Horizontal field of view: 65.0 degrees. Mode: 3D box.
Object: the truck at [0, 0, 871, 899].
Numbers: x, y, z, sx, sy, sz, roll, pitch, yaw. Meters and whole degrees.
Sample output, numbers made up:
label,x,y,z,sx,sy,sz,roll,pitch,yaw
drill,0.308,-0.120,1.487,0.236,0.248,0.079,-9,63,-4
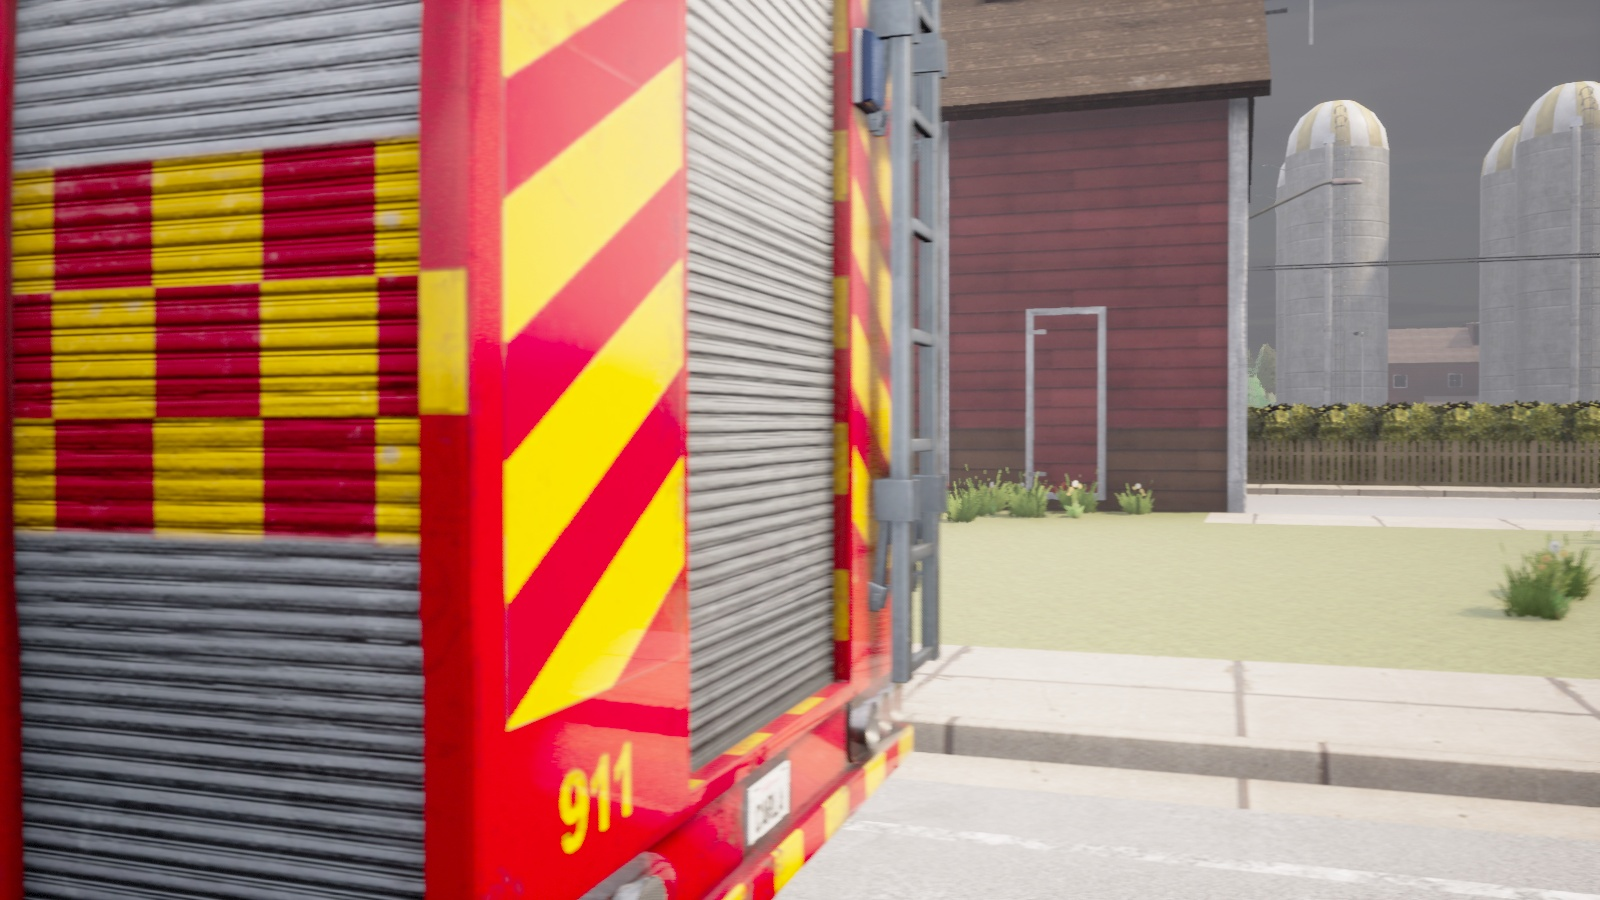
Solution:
label,x,y,z,sx,sy,sz,roll,pitch,yaw
truck,-4.222,-0.437,4.596,8.468,3.827,2.891,1,1,19
